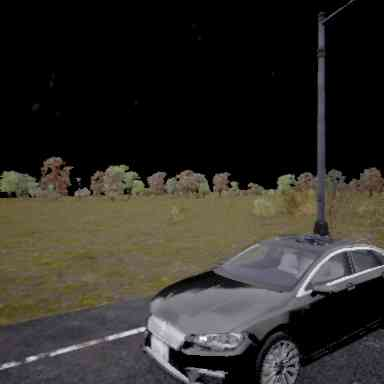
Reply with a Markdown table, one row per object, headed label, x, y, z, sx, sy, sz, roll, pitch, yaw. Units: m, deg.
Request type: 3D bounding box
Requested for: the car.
| label | x | y | z | sx | sy | sz | roll | pitch | yaw |
| --- | --- | --- | --- | --- | --- | --- | --- | --- | --- |
| car | 1.633 | 1.496 | 5.152 | 4.902 | 1.511 | 2.128 | 0 | 0 | -35 |
